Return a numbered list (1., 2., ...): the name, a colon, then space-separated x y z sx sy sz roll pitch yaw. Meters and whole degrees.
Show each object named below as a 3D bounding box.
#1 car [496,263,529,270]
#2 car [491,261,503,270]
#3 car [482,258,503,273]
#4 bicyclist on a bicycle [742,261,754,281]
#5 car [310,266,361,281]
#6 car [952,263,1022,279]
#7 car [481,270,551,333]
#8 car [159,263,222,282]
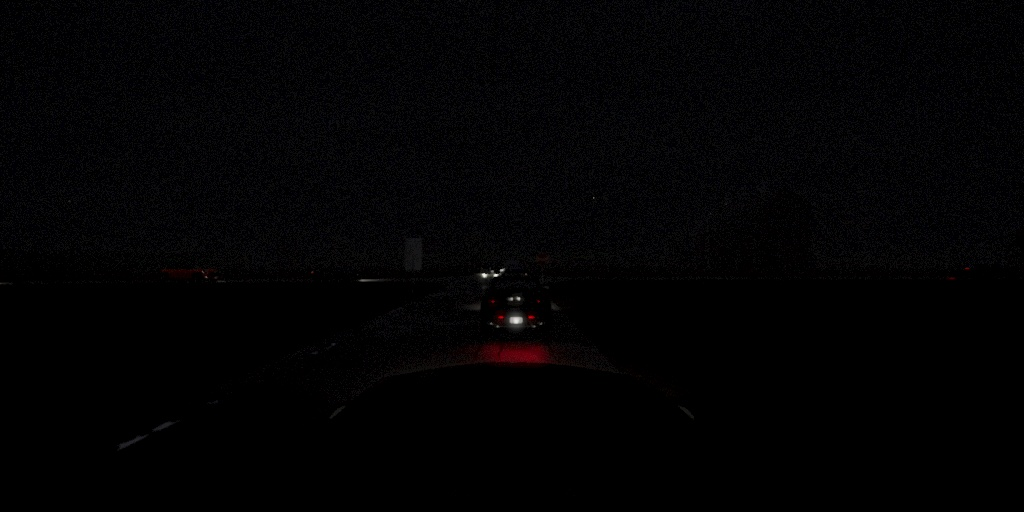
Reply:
1. car: 0.448 1.393 25.050 2.128 1.511 4.902 0 0 5
2. car: -2.698 1.684 64.183 1.837 1.490 4.892 0 -1 1
3. car: -2.791 1.291 49.212 2.150 2.045 5.566 0 0 1
4. bicyclist on a bicycle: 19.994 1.280 30.403 0.582 1.620 1.656 0 -1 0
5. car: -16.324 1.588 33.295 4.181 1.385 1.994 0 -1 0
6. car: 44.423 1.366 33.574 4.902 1.511 2.128 0 -1 1
7. car: 0.109 1.312 10.950 1.837 1.490 4.892 0 -1 0
8. car: -29.697 1.484 33.256 4.553 1.767 2.097 -1 -1 0
